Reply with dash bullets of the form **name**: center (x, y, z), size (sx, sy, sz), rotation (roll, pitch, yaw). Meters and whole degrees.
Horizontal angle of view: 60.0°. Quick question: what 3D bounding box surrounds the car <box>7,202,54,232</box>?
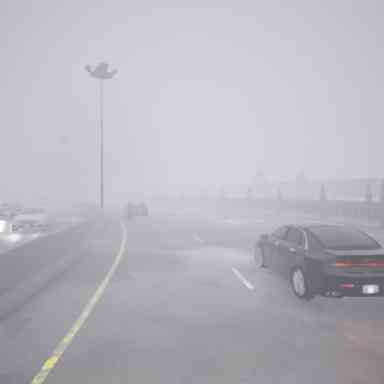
- **car**: center (-9.928, 1.628, 21.077), size (1.812, 1.442, 4.674), rotation (0, 0, -14)

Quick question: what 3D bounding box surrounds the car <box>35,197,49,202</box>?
- **car**: center (-26.402, 1.653, 58.312), size (2.097, 1.767, 4.553), rotation (-1, 0, -28)

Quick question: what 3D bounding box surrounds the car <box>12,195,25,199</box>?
- **car**: center (-35.789, 1.607, 68.537), size (2.150, 2.045, 5.566), rotation (-1, 0, -28)

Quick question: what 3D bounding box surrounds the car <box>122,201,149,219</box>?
- **car**: center (-5.235, 1.575, 30.519), size (2.128, 1.511, 4.902), rotation (0, 0, -19)

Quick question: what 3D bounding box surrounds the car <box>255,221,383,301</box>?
- **car**: center (3.009, 1.503, 8.396), size (1.837, 1.490, 4.892), rotation (0, 0, -5)

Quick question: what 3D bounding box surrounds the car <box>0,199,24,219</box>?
- **car**: center (-16.750, 1.670, 31.005), size (2.128, 1.511, 4.902), rotation (0, 0, -21)
